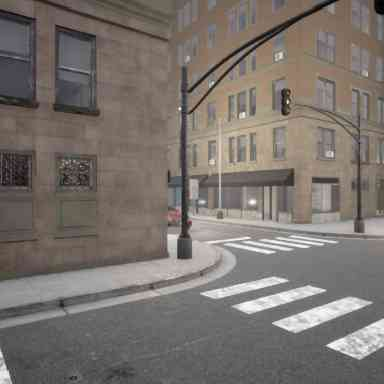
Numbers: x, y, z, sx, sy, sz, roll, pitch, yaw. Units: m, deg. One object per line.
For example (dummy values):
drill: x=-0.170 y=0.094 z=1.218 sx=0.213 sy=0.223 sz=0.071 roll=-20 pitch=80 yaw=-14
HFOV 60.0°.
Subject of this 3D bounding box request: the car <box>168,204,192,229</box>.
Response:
car: x=-1.890 y=1.427 z=19.828 sx=1.812 sy=1.442 sz=4.674 roll=0 pitch=0 yaw=-36
